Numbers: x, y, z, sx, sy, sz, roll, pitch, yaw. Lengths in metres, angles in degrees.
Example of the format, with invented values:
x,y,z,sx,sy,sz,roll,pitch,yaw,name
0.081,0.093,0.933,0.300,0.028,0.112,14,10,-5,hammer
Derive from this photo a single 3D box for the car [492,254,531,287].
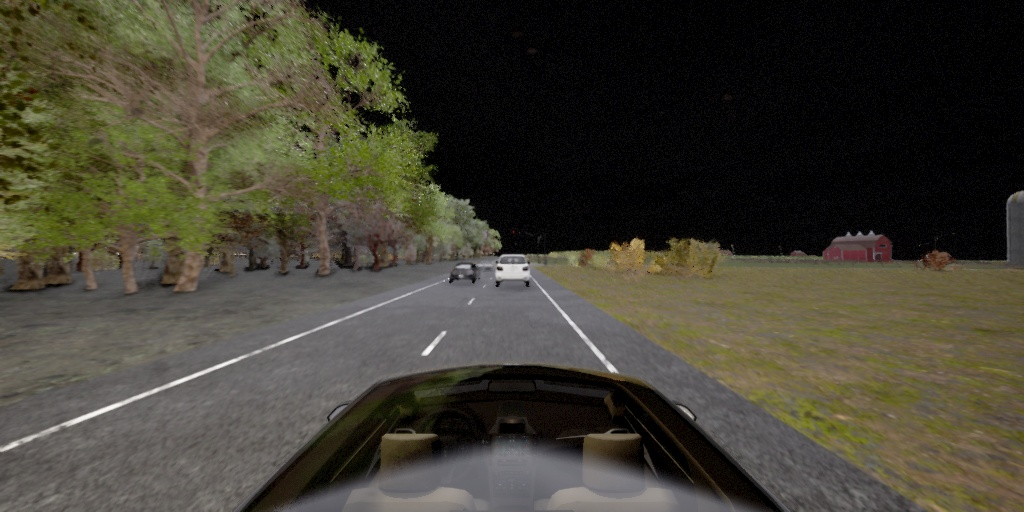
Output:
x,y,z,sx,sy,sz,roll,pitch,yaw,name
0.059,0.896,23.955,2.150,2.045,5.566,0,0,0,car

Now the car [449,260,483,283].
x,y,z,sx,sy,sz,roll,pitch,yaw,name
-3.428,1.188,26.577,1.812,1.442,4.674,0,0,0,car

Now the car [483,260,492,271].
x,y,z,sx,sy,sz,roll,pitch,yaw,name
-3.405,1.190,45.699,1.895,1.301,4.718,0,0,0,car
